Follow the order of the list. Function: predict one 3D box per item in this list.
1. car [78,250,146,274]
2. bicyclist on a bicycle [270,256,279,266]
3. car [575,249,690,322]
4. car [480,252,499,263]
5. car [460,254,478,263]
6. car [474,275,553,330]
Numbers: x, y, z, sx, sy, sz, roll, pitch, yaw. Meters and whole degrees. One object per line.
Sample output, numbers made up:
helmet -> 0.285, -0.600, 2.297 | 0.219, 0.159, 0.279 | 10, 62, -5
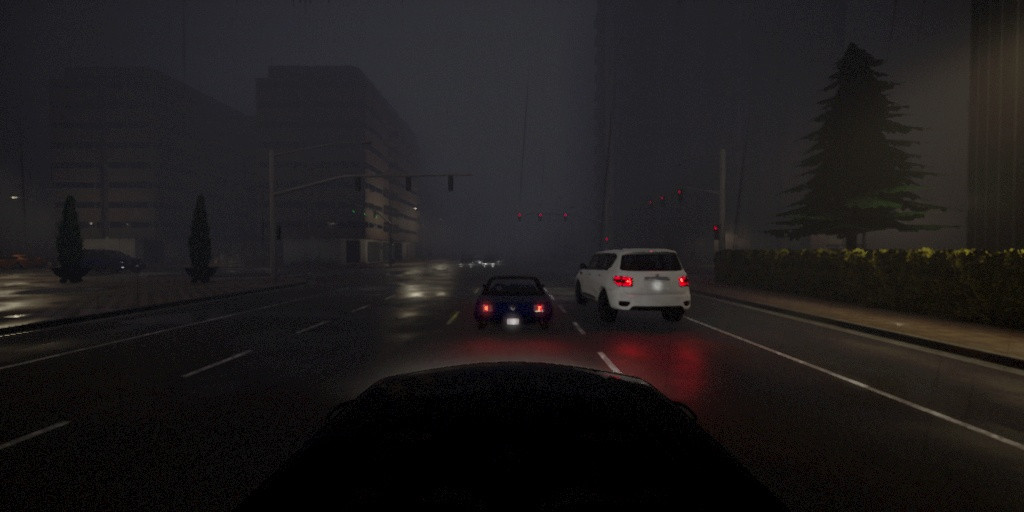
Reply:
car -> -35.500, 0.500, 31.325 | 5.566, 2.045, 2.150 | 0, 1, 1
bicyclist on a bicycle -> -28.679, 0.391, 43.245 | 0.582, 1.620, 1.656 | 0, 1, 1
car -> 3.579, 0.806, 11.705 | 2.150, 2.045, 5.566 | 0, 0, -2
car -> -3.615, 0.429, 57.472 | 1.994, 1.385, 4.181 | 0, 1, 0
car -> -7.115, 0.345, 57.273 | 1.882, 1.535, 5.008 | 0, 1, 0
car -> 0.047, 1.210, 10.576 | 1.895, 1.301, 4.718 | 0, 1, 0
